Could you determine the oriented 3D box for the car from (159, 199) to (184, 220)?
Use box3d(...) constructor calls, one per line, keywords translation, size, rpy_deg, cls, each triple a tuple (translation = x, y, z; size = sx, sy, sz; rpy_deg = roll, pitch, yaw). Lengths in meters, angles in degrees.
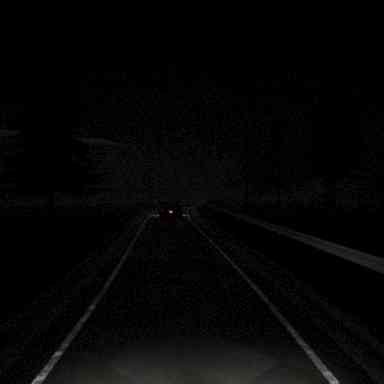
box3d(translation=(-1.814, 1.565, 28.628), size=(1.994, 1.385, 4.181), rpy_deg=(0, 0, -3), cls="car")
